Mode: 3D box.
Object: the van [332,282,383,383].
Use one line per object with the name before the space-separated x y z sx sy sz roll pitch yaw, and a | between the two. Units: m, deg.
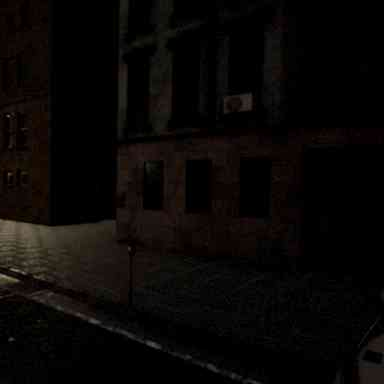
van | 2.488 1.375 1.022 3.998 1.788 1.690 2 1 36
